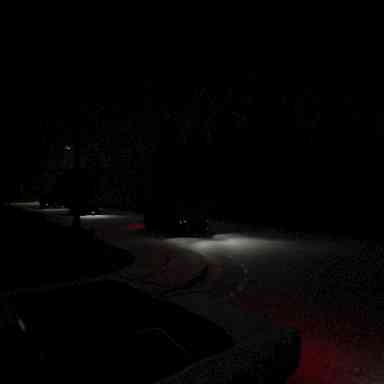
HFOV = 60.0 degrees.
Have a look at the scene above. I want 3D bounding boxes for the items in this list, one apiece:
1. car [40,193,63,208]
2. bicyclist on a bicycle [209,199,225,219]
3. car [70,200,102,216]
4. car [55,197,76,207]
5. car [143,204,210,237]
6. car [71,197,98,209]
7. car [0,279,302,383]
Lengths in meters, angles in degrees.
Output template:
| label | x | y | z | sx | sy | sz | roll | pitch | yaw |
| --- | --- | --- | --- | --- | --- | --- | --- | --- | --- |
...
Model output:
| label | x | y | z | sx | sy | sz | roll | pitch | yaw |
| --- | --- | --- | --- | --- | --- | --- | --- | --- | --- |
| car | -19.614 | 1.197 | 46.187 | 2.150 | 2.045 | 5.566 | 0 | 0 | -34 |
| bicyclist on a bicycle | 2.085 | 1.344 | 27.065 | 1.656 | 1.620 | 0.582 | 22 | -28 | -26 |
| car | -10.609 | 1.517 | 32.862 | 2.033 | 1.411 | 5.357 | 0 | 0 | -34 |
| car | -20.515 | 1.517 | 53.745 | 2.033 | 1.411 | 5.357 | 0 | 0 | -34 |
| car | -0.983 | 1.440 | 18.327 | 1.882 | 1.535 | 5.008 | 0 | 0 | -33 |
| car | -14.717 | 1.461 | 45.328 | 2.128 | 1.511 | 4.902 | 0 | 0 | -34 |
| car | -1.251 | 1.601 | 2.737 | 4.718 | 1.301 | 1.895 | 0 | 0 | -37 |
